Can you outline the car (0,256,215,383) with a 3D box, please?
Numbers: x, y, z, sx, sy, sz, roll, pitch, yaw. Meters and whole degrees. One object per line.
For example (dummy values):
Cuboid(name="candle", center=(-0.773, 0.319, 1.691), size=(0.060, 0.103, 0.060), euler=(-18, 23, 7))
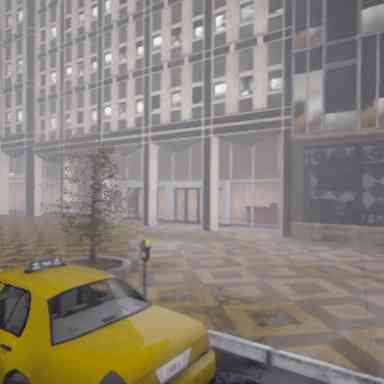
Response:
Cuboid(name="car", center=(-2.042, 1.523, 4.322), size=(4.829, 1.417, 1.752), euler=(0, 1, 36))
